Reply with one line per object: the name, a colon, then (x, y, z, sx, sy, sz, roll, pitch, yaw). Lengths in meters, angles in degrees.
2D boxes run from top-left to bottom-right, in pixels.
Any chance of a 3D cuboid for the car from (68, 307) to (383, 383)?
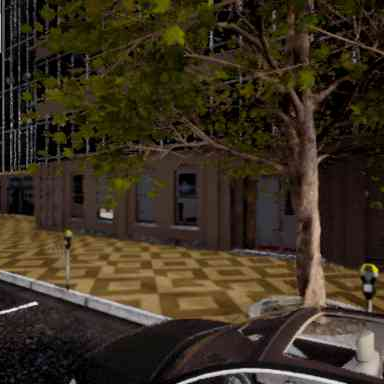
car: (0.906, 1.551, 2.230, 4.403, 1.369, 2.008, 0, 0, 36)
